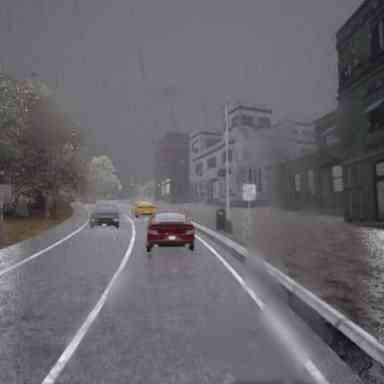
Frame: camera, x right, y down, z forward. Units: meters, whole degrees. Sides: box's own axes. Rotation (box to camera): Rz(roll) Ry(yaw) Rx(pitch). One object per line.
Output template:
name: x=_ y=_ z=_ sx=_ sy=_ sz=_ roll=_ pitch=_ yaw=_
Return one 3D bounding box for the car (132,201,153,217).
car: x=-4.796 y=1.621 z=32.730 sx=1.882 sy=1.535 sz=5.008 roll=1 pitch=0 yaw=-16

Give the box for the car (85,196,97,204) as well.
car: x=-18.692 y=1.446 z=61.189 sx=2.128 sy=1.511 sz=4.902 roll=2 pitch=0 yaw=-19

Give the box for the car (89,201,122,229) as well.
car: x=-5.787 y=1.602 z=22.616 sx=2.033 sy=1.411 sz=5.357 roll=1 pitch=0 yaw=-11

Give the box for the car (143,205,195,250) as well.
car: x=-1.039 y=1.536 z=14.651 sx=1.882 sy=1.535 sz=5.008 roll=1 pitch=0 yaw=-7
